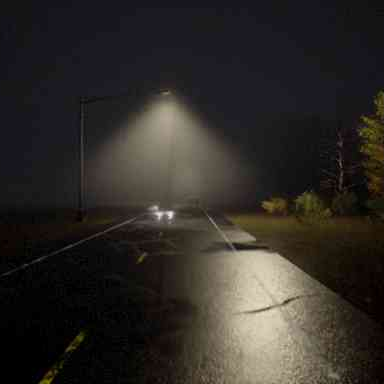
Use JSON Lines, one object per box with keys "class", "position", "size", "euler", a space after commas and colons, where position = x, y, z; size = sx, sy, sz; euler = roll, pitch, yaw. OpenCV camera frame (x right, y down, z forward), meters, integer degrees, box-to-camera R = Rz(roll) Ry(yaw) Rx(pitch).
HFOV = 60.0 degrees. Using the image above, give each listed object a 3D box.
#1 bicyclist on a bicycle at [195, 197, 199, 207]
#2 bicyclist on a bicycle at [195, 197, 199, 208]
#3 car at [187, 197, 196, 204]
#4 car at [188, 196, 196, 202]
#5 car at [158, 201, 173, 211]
{"class": "bicyclist on a bicycle", "position": [0.877, 1.807, 61.658], "size": [0.659, 1.776, 1.843], "euler": [0, 0, 0]}
{"class": "bicyclist on a bicycle", "position": [0.889, 1.744, 52.658], "size": [0.659, 1.776, 1.843], "euler": [0, 0, 0]}
{"class": "car", "position": [-0.107, 2.135, 77.466], "size": [1.895, 1.301, 4.718], "euler": [0, 0, 0]}
{"class": "car", "position": [-0.125, 1.979, 90.292], "size": [2.128, 1.511, 4.902], "euler": [0, 0, 0]}
{"class": "car", "position": [-3.650, 1.930, 46.357], "size": [1.895, 1.301, 4.718], "euler": [0, 0, 0]}
